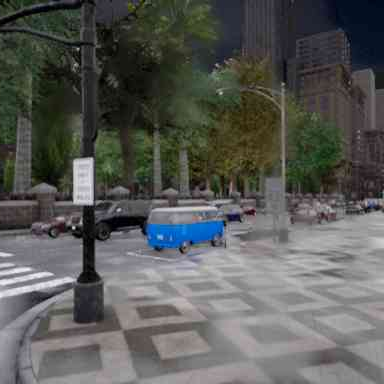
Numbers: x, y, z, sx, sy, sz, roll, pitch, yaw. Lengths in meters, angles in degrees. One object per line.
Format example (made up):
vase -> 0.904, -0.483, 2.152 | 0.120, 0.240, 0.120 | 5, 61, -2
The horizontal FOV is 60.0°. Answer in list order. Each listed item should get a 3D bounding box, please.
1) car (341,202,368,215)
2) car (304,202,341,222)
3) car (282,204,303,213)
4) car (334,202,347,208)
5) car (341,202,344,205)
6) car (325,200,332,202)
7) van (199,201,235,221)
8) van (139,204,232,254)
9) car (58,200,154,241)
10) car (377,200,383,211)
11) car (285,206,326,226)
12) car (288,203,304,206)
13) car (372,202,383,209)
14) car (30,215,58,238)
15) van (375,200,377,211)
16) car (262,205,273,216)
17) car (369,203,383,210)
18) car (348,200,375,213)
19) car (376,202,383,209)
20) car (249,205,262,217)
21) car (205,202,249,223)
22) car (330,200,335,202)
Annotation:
car -> 22.348, 2.400, 45.687 | 1.947, 1.339, 4.313 | -1, -2, 36
car -> 12.707, 2.002, 32.213 | 1.967, 1.590, 4.097 | -1, -2, 36
car -> 15.407, 2.446, 50.637 | 1.802, 1.307, 4.206 | -1, -2, 36
car -> 34.688, 2.959, 77.593 | 1.947, 1.339, 4.313 | -1, -2, 36
car -> 31.475, 2.874, 73.100 | 1.947, 1.339, 4.313 | -1, -2, 36
car -> 25.047, 2.715, 64.115 | 1.802, 1.307, 4.206 | -1, -2, 36
van -> 2.553, 1.842, 32.673 | 1.690, 1.788, 3.998 | -1, -2, 36
van -> -0.147, 1.538, 14.245 | 1.690, 1.788, 3.998 | -1, -2, 36
car -> -4.214, 1.459, 18.610 | 2.150, 2.045, 5.566 | 0, -1, 36
car -> 31.986, 2.419, 59.170 | 2.192, 1.841, 5.009 | -1, -2, 36
car -> 9.495, 2.053, 27.717 | 1.802, 1.307, 4.206 | -1, -2, 36
car -> 14.552, 2.274, 44.705 | 1.837, 1.490, 4.892 | 0, -2, 36
car -> 38.415, 2.829, 68.150 | 2.008, 1.369, 4.403 | -1, -2, 36
car -> -7.086, 1.808, 19.189 | 1.802, 1.307, 4.206 | -1, -2, 36
van -> 28.773, 2.356, 54.678 | 1.690, 1.788, 3.998 | -1, -2, 36
car -> 8.981, 2.264, 41.652 | 1.802, 1.307, 4.206 | -1, -2, 36
car -> 35.202, 2.773, 63.657 | 1.802, 1.307, 4.206 | -1, -2, 36
car -> 25.559, 2.240, 50.186 | 2.192, 1.841, 5.009 | -1, -2, 36
car -> 41.628, 2.908, 72.643 | 1.887, 1.381, 4.507 | -1, -2, 36
car -> 5.767, 2.136, 37.160 | 1.887, 1.381, 4.507 | -1, -2, 36
car -> 2.606, 1.784, 28.138 | 2.097, 1.767, 4.553 | 0, -1, 36
car -> 28.260, 2.536, 68.615 | 2.192, 1.841, 5.009 | -1, -2, 36
